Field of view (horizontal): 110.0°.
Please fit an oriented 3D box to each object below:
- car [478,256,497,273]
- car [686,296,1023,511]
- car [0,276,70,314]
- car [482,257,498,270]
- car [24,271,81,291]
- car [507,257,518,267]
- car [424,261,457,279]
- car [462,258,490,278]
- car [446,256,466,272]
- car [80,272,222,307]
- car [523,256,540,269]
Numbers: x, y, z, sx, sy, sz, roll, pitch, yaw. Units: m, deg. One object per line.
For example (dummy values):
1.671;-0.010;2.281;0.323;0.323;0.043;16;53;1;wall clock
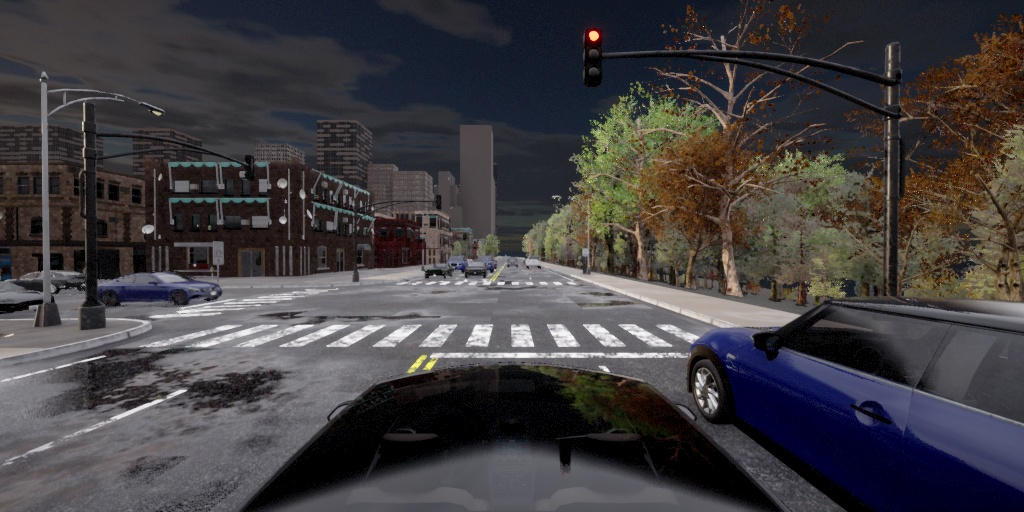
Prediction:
-3.333;0.957;44.047;2.150;2.045;5.566;0;0;0;car
3.351;1.102;2.900;2.097;1.767;4.553;0;0;0;car
-19.944;1.565;13.361;4.313;1.339;1.948;0;0;0;car
-3.321;1.083;54.319;2.097;1.767;4.553;0;0;0;car
-28.276;1.560;21.875;4.403;1.370;2.007;0;0;0;car
0.109;1.274;63.436;2.033;1.411;5.357;0;0;0;car
-6.594;1.341;32.785;1.895;1.301;4.718;0;0;0;car
-3.340;1.218;34.015;1.882;1.535;5.008;0;0;-2;car
-6.575;0.957;43.223;2.150;2.045;5.566;0;0;0;car
-15.858;1.449;16.168;4.674;1.442;1.812;-1;1;-2;car
3.361;0.950;57.744;2.150;2.045;5.566;0;0;0;car
